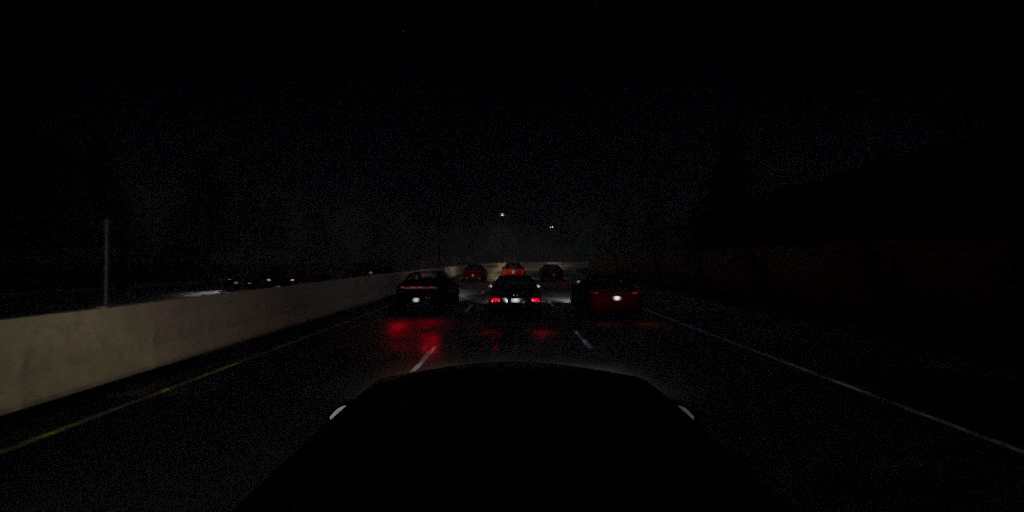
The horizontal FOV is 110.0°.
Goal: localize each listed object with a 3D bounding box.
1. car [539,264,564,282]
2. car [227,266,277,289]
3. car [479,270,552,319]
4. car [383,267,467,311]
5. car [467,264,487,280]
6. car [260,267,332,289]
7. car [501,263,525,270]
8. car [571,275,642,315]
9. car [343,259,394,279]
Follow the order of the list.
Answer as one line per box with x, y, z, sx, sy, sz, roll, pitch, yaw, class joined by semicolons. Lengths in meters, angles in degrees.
3.611;1.521;33.412;1.882;1.535;5.008;0;-1;0;car
-17.588;1.474;25.261;1.837;1.490;4.892;0;-1;0;car
0.106;1.405;13.286;2.033;1.411;5.357;0;-1;0;car
-3.394;1.366;15.103;2.128;1.511;4.902;0;-1;0;car
-3.387;1.521;33.400;1.882;1.535;5.008;0;-1;0;car
-14.090;1.557;23.982;1.895;1.301;4.718;0;-1;0;car
0.113;1.389;32.694;2.097;1.767;4.553;0;-1;0;car
3.606;1.431;14.309;1.994;1.385;4.181;0;-1;0;car
-10.588;1.209;27.036;2.150;2.045;5.566;0;-1;0;car
